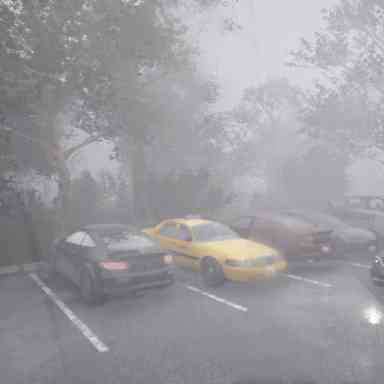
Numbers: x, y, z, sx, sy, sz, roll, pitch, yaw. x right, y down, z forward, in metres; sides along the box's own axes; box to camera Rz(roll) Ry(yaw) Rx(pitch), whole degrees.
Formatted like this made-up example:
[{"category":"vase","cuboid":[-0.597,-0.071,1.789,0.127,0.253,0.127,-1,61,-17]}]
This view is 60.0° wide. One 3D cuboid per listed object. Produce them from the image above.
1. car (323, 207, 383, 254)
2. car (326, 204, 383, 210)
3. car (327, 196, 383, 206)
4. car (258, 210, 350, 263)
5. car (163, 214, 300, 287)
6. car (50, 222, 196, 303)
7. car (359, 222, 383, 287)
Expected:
[{"category":"car","cuboid":[4.671,1.502,13.103,2.163,1.488,4.792,0,0,-35]},{"category":"car","cuboid":[6.905,1.500,14.768,2.163,1.488,4.792,0,0,-35]},{"category":"car","cuboid":[9.203,1.219,16.338,2.435,2.045,5.566,0,0,-36]},{"category":"car","cuboid":[2.390,1.475,11.505,2.097,1.535,5.008,0,0,-36]},{"category":"car","cuboid":[0.227,1.474,9.740,1.946,1.575,5.366,0,0,-35]},{"category":"car","cuboid":[-2.147,1.519,8.273,2.002,1.452,4.674,0,0,-35]},{"category":"car","cuboid":[6.236,1.519,8.112,4.674,1.442,1.812,0,0,-36]}]
